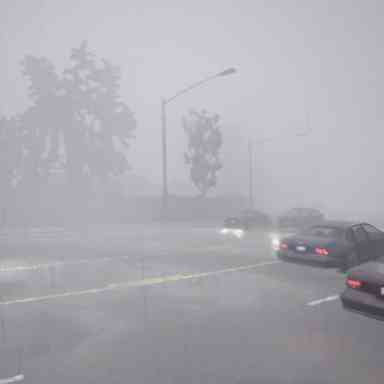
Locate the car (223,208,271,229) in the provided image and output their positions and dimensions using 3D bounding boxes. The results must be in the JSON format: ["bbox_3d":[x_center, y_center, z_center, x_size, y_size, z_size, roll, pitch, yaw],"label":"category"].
[{"bbox_3d":[4.156,1.922,24.705,1.994,1.385,4.181,-1,-1,42],"label":"car"}]

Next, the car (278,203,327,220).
[{"bbox_3d":[7.753,1.800,23.476,1.882,1.535,5.008,-1,-1,40],"label":"car"}]

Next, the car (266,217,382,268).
[{"bbox_3d":[5.072,1.671,10.974,5.357,1.411,2.033,0,-1,-38],"label":"car"}]

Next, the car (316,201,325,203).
[{"bbox_3d":[23.764,2.479,61.617,1.882,1.535,5.008,-1,-1,16],"label":"car"}]

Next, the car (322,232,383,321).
[{"bbox_3d":[5.102,1.612,6.605,5.357,1.411,2.033,0,-1,-36],"label":"car"}]
